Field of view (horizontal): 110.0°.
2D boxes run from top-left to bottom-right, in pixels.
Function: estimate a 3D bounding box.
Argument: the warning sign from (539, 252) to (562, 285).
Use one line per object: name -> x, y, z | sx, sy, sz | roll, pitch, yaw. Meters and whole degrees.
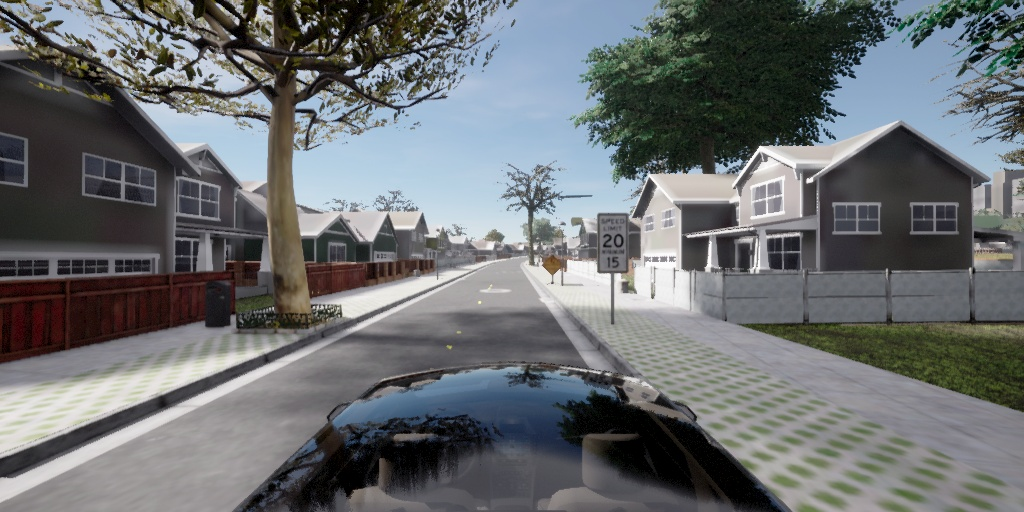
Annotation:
warning sign -> 2.517, 0.842, 22.191 | 1.300, 1.860, 1.060 | 0, 0, 0
